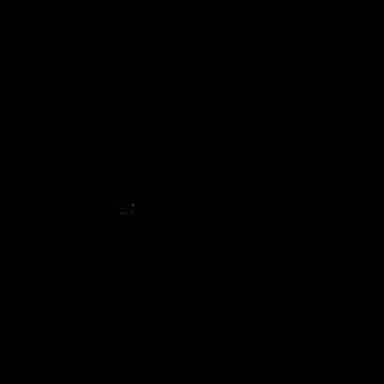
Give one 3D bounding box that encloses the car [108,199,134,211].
[{"bbox_3d":[-10.066,1.786,47.024,2.097,1.767,4.553,1,-1,-40],"label":"car"}]
